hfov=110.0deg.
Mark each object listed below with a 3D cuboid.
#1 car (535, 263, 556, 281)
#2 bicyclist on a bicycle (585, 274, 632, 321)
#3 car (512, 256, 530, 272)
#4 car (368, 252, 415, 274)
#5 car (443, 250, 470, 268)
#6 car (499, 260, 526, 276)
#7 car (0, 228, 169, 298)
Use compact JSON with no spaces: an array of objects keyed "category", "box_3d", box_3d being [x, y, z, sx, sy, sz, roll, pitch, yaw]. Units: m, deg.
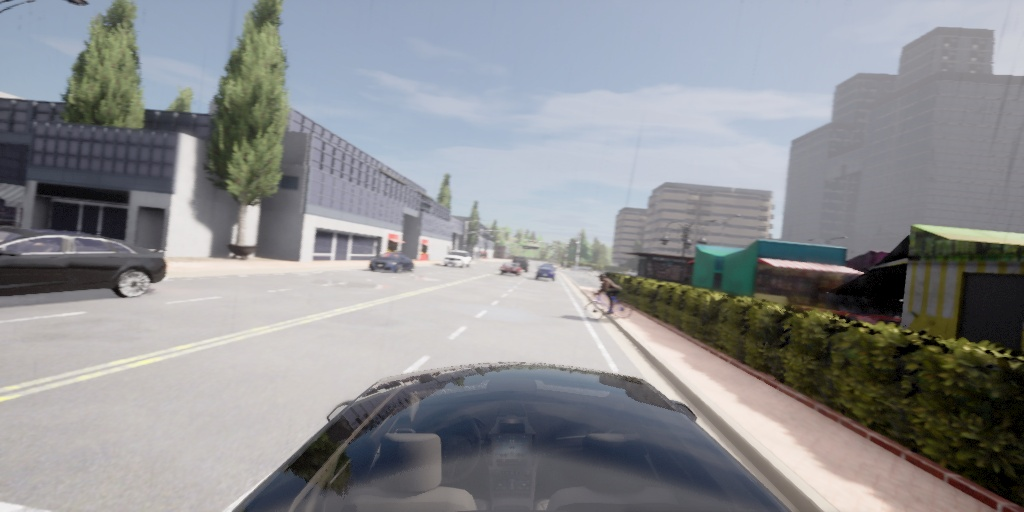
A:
[{"category":"car","box_3d":[3.353,1.628,35.725,1.812,1.442,4.674,6,0,6]},{"category":"bicyclist on a bicycle","box_3d":[3.356,1.450,12.632,1.656,1.620,0.582,-4,0,5]},{"category":"car","box_3d":[1.088,1.093,48.362,2.150,2.045,5.566,6,0,6]},{"category":"car","box_3d":[-8.403,0.448,25.378,1.994,1.385,4.181,6,0,6]},{"category":"car","box_3d":[-6.478,0.361,42.998,2.150,2.045,5.566,6,0,6]},{"category":"car","box_3d":[-0.055,1.351,37.237,1.895,1.301,4.718,6,0,6]},{"category":"car","box_3d":[-10.245,0.178,7.507,2.128,1.511,4.902,6,0,7]}]
